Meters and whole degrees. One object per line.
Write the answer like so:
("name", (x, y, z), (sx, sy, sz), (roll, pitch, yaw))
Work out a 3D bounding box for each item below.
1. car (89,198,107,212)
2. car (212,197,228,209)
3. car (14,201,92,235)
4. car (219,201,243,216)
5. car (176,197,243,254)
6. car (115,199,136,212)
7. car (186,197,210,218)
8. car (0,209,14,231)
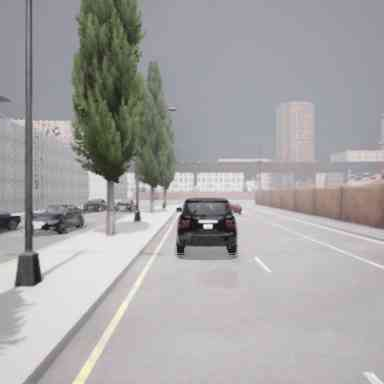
("car", (-11.068, 1.538, 38.536), (1.837, 1.490, 4.892), (0, 0, 0))
("car", (3.967, 1.484, 47.447), (1.882, 1.535, 5.008), (0, 0, 1))
("car", (-7.671, 1.493, 19.010), (2.128, 1.511, 4.902), (0, 0, 0))
("car", (3.935, 1.606, 34.158), (1.895, 1.301, 4.718), (0, 0, 0))
("car", (0.524, 1.223, 13.604), (2.150, 2.045, 5.566), (0, 0, 0))
("car", (-7.568, 1.558, 38.562), (1.812, 1.442, 4.674), (0, 0, 0))
("car", (0.530, 1.357, 31.063), (2.097, 1.767, 4.553), (0, 0, 0))
("car", (-11.174, 1.602, 17.784), (1.895, 1.301, 4.718), (0, 0, 0))
